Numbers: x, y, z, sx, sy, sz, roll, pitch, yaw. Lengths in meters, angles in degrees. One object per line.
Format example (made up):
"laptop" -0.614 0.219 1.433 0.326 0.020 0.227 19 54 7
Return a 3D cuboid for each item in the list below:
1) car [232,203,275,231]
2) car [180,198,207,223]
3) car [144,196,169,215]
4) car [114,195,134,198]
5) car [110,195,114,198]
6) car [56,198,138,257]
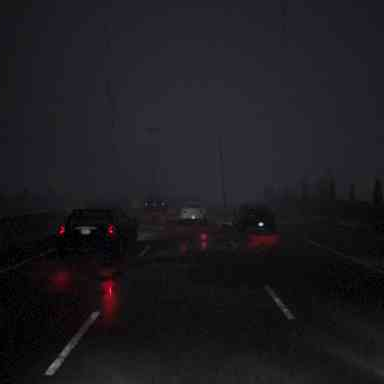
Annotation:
"car" 3.591 1.409 19.727 1.837 1.490 4.892 0 0 0
"car" 0.088 1.410 23.919 1.812 1.442 4.674 0 0 0
"car" -3.390 1.195 32.474 2.097 1.767 4.553 0 0 0
"car" -9.448 1.327 49.172 1.994 1.385 4.181 0 0 9
"car" -14.091 1.269 61.881 1.994 1.385 4.181 0 0 15
"car" -3.405 1.290 12.793 2.097 1.767 4.553 0 0 0
